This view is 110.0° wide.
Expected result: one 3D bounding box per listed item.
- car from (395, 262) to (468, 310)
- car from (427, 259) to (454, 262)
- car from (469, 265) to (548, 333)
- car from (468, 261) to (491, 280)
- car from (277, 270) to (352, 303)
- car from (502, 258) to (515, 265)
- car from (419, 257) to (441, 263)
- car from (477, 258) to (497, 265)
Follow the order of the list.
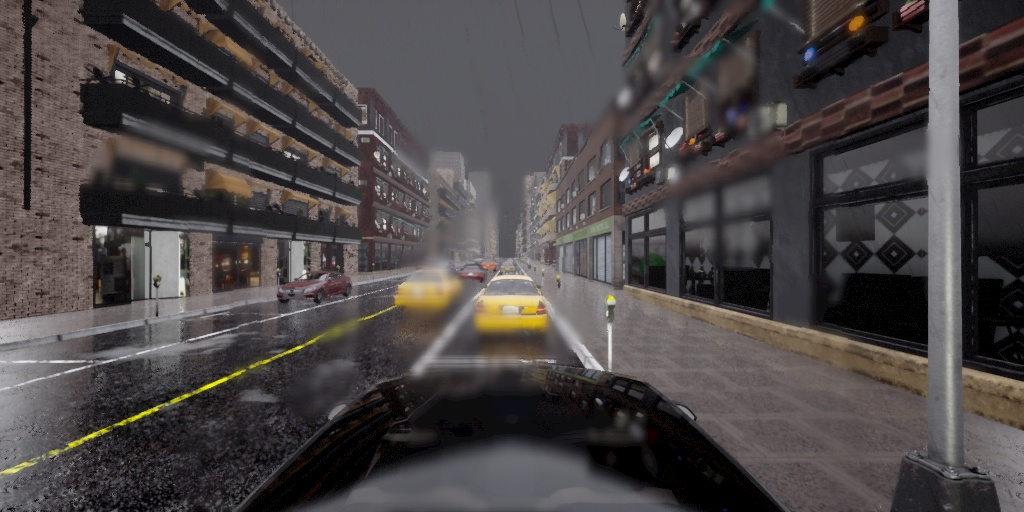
[{"bbox_3d":[-3.144,1.209,14.562,1.801,1.575,5.366,0,0,0],"label":"car"},{"bbox_3d":[-6.240,1.276,33.036,1.812,1.442,4.674,0,0,0],"label":"car"},{"bbox_3d":[0.005,1.207,10.689,1.801,1.575,5.366,0,0,0],"label":"car"},{"bbox_3d":[-3.060,1.315,28.726,1.994,1.385,4.181,0,0,0],"label":"car"},{"bbox_3d":[-8.837,1.333,16.462,1.802,1.307,4.207,0,0,0],"label":"car"},{"bbox_3d":[-0.456,1.275,39.173,1.751,1.417,4.829,0,0,0],"label":"car"},{"bbox_3d":[-8.837,1.064,39.007,2.192,1.841,5.009,0,0,0],"label":"car"},{"bbox_3d":[-3.053,1.100,47.516,2.097,1.767,4.553,0,0,0],"label":"car"}]
